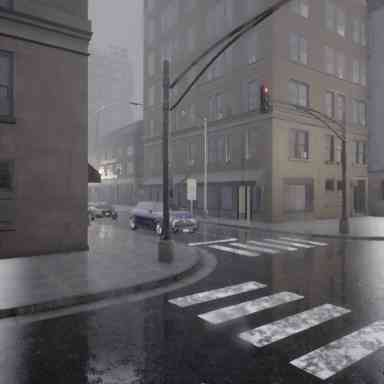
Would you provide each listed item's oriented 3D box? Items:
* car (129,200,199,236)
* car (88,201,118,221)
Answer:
[{"bbox_3d":[-1.595,1.269,17.998,2.097,1.767,4.553,0,0,-36],"label":"car"},{"bbox_3d":[-7.390,1.428,26.105,1.994,1.385,4.181,0,0,-35],"label":"car"}]
